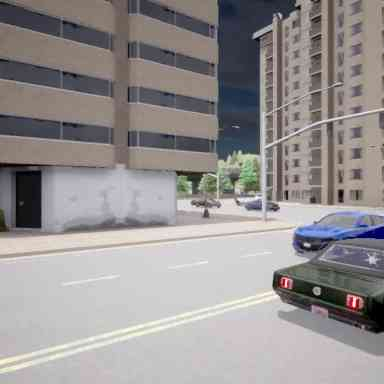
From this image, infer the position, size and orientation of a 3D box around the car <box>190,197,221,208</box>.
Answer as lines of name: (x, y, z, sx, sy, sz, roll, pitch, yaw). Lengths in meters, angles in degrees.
car: (2.161, 1.526, 47.251, 1.812, 1.442, 4.674, 0, 0, -36)

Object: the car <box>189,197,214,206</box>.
car: (1.536, 1.564, 54.371, 1.994, 1.385, 4.181, 0, 0, -36)

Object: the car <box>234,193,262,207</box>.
car: (8.831, 1.221, 50.276, 2.150, 2.045, 5.566, 0, 0, -35)

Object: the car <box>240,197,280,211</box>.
car: (8.172, 1.564, 38.938, 1.994, 1.385, 4.181, 0, 0, -36)

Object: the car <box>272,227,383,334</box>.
car: (3.839, 1.601, 6.516, 4.718, 1.301, 1.895, 0, 0, -35)

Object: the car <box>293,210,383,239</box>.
car: (5.837, 1.477, 12.425, 5.008, 1.535, 1.882, 0, 0, -35)
